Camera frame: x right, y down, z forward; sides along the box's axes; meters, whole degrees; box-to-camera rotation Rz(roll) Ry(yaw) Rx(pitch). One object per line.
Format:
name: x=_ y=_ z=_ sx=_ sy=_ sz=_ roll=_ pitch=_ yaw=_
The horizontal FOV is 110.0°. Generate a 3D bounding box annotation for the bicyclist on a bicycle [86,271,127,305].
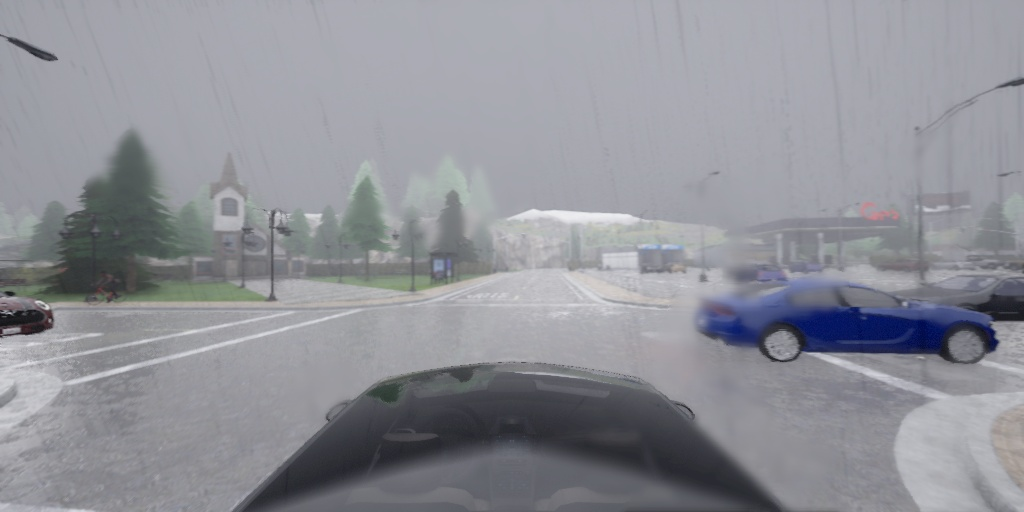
bicyclist on a bicycle: x=-20.098 y=1.584 z=17.807 sx=0.582 sy=1.620 sz=1.656 roll=-1 pitch=-1 yaw=6

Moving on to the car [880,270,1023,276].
car: x=13.954 y=1.248 z=10.362 sx=5.357 sy=1.411 sz=2.033 roll=-1 pitch=-1 yaw=6

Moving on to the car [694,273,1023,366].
car: x=6.545 y=1.230 z=7.440 sx=5.008 sy=1.535 sz=1.882 roll=-1 pitch=-1 yaw=6

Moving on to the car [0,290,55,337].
car: x=-15.537 y=1.439 z=9.795 sx=4.553 sy=1.767 sz=2.097 roll=-1 pitch=-1 yaw=6
